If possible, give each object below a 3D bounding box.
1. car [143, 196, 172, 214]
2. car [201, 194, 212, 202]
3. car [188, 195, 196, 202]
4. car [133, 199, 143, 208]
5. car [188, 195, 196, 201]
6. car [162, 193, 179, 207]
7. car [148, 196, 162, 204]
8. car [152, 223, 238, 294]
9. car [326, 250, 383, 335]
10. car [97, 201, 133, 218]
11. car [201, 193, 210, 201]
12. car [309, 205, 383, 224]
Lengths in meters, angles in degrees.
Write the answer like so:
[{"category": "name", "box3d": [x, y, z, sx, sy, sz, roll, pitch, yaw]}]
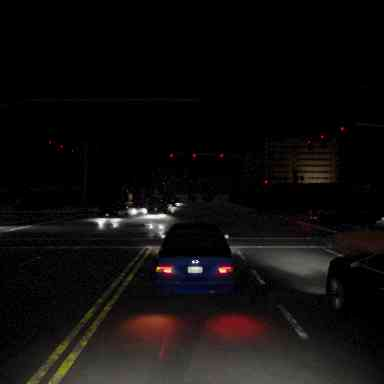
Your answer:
[{"category": "car", "box3d": [-3.630, 1.492, 35.863, 2.128, 1.511, 4.902, 0, 0, 0]}, {"category": "car", "box3d": [3.437, 1.344, 74.719, 2.097, 1.767, 4.553, 0, 0, 0]}, {"category": "car", "box3d": [-0.063, 1.531, 74.426, 2.033, 1.411, 5.357, 0, 0, 0]}, {"category": "car", "box3d": [-7.137, 1.600, 46.808, 1.895, 1.301, 4.718, 0, 0, 0]}, {"category": "car", "box3d": [-0.072, 1.425, 84.700, 1.994, 1.385, 4.181, 0, 0, 0]}, {"category": "car", "box3d": [-3.640, 1.221, 51.127, 2.150, 2.045, 5.566, 0, 0, 0]}, {"category": "car", "box3d": [-7.100, 1.547, 64.454, 2.033, 1.411, 5.357, 0, 0, 1]}, {"category": "car", "box3d": [0.075, 1.547, 8.926, 2.033, 1.411, 5.357, 0, 0, 0]}, {"category": "car", "box3d": [3.559, 1.491, 4.683, 2.128, 1.511, 4.902, 0, 0, 0]}, {"category": "car", "box3d": [-7.126, 1.547, 30.583, 2.033, 1.411, 5.357, 0, 0, 0]}, {"category": "car", "box3d": [3.428, 1.227, 84.675, 2.097, 1.767, 4.553, 0, 0, 0]}, {"category": "car", "box3d": [11.221, 1.601, 24.355, 4.718, 1.301, 1.895, 0, 0, 0]}]
